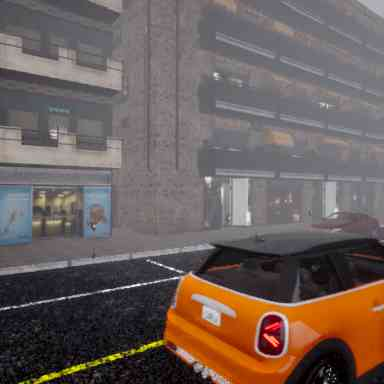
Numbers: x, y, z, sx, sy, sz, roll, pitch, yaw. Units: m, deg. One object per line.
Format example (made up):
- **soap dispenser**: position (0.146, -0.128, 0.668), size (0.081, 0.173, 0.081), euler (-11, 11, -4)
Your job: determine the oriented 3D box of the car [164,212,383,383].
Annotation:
- **car**: position (1.934, 1.352, 4.813), size (4.553, 1.767, 2.097), euler (0, 0, -36)
